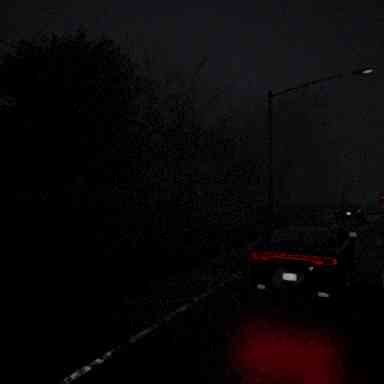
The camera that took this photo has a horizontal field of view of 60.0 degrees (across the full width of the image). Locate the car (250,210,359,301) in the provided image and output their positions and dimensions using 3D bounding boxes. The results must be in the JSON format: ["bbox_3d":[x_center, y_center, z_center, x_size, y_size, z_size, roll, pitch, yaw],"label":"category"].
[{"bbox_3d":[3.015,1.436,8.465,1.882,1.535,5.008,-1,0,28],"label":"car"}]

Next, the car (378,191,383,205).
[{"bbox_3d":[28.913,0.855,49.093,2.150,2.045,5.566,-1,0,28],"label":"car"}]

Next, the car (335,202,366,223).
[{"bbox_3d":[11.562,1.413,24.304,1.994,1.385,4.181,-1,0,28],"label":"car"}]

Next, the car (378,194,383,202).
[{"bbox_3d":[36.914,1.056,64.120,1.812,1.442,4.674,-1,0,28],"label":"car"}]
